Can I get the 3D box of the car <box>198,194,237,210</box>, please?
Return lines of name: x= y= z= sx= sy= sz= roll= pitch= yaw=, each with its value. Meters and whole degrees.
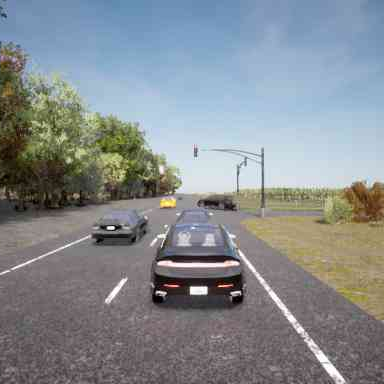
car: x=3.340 y=1.288 z=43.717 sx=5.566 sy=2.045 sz=2.150 roll=4 pitch=3 yaw=44

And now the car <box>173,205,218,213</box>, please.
car: x=0.137 y=1.568 z=17.101 sx=1.994 sy=1.385 sz=4.181 roll=0 pitch=0 yaw=0

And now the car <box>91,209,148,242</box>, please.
car: x=-3.365 y=1.551 z=16.332 sx=2.033 sy=1.411 sz=5.357 roll=0 pitch=0 yaw=0

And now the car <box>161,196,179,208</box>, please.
car: x=-3.295 y=1.484 z=47.522 sx=1.882 sy=1.535 sz=5.008 roll=0 pitch=0 yaw=0

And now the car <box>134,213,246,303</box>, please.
car: x=0.118 y=1.494 z=8.184 sx=2.128 sy=1.511 sz=4.902 roll=0 pitch=0 yaw=0
